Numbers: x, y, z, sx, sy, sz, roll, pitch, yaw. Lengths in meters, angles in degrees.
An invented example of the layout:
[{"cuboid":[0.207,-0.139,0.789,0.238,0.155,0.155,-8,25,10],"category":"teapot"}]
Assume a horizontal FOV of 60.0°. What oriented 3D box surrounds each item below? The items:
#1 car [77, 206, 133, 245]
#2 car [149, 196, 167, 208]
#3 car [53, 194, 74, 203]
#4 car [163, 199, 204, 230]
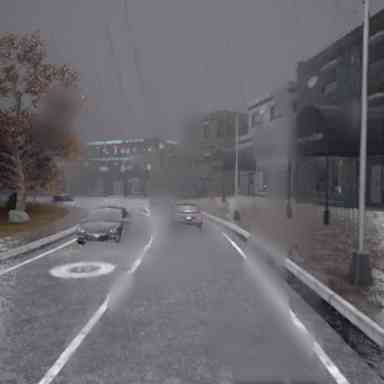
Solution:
[{"cuboid":[-3.840,1.426,15.287,1.837,1.490,4.892,0,0,-4],"category":"car"},{"cuboid":[-3.898,1.134,39.469,2.033,1.411,5.357,-1,1,-15],"category":"car"},{"cuboid":[-20.825,0.972,53.808,4.181,1.385,1.994,1,3,45],"category":"car"},{"cuboid":[-0.476,1.419,20.320,2.033,1.411,5.357,0,1,-7],"category":"car"}]
